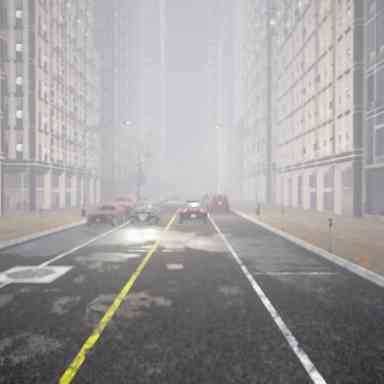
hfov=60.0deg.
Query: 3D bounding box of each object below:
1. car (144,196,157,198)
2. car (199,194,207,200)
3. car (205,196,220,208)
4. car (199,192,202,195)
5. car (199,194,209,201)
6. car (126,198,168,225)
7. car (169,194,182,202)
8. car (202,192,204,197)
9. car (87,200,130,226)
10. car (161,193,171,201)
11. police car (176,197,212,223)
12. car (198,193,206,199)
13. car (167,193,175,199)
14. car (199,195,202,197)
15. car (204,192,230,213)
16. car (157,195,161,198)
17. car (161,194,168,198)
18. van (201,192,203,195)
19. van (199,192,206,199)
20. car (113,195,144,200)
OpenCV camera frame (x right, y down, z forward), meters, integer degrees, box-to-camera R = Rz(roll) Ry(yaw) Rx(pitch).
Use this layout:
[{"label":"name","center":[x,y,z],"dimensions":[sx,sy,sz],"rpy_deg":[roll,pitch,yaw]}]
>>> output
[{"label":"car","center":[-5.701,1.263,39.484],"dimensions":[1.967,1.590,4.097],"rpy_deg":[0,0,0]},{"label":"car","center":[2.674,1.180,79.374],"dimensions":[1.802,1.307,4.206],"rpy_deg":[0,0,0]},{"label":"car","center":[2.679,1.318,45.352],"dimensions":[1.752,1.417,4.829],"rpy_deg":[0,0,0]},{"label":"car","center":[2.676,1.047,56.578],"dimensions":[2.192,1.841,5.009],"rpy_deg":[0,0,0]},{"label":"car","center":[2.674,1.185,73.677],"dimensions":[2.008,1.369,4.403],"rpy_deg":[0,0,0]},{"label":"car","center":[-3.103,1.392,23.417],"dimensions":[2.128,1.511,4.902],"rpy_deg":[0,0,0]},{"label":"car","center":[-3.025,1.180,65.439],"dimensions":[1.837,1.490,4.892],"rpy_deg":[0,0,0]},{"label":"car","center":[2.679,1.138,39.482],"dimensions":[2.192,1.841,5.009],"rpy_deg":[0,0,0]},{"label":"car","center":[-5.698,1.450,22.390],"dimensions":[1.887,1.381,4.507],"rpy_deg":[0,0,0]},{"label":"car","center":[-5.707,1.074,73.676],"dimensions":[1.967,1.590,4.097],"rpy_deg":[0,0,0]},{"label":"police car","center":[0.094,1.400,24.248],"dimensions":[2.038,1.542,4.974],"rpy_deg":[0,0,0]},{"label":"car","center":[2.672,1.068,90.770],"dimensions":[1.887,1.381,4.507],"rpy_deg":[0,0,0]},{"label":"car","center":[-5.709,1.089,90.770],"dimensions":[1.947,1.339,4.313],"rpy_deg":[0,0,0]},{"label":"car","center":[0.091,1.376,41.523],"dimensions":[1.994,1.385,4.181],"rpy_deg":[0,0,0]},{"label":"car","center":[2.680,1.166,33.784],"dimensions":[2.192,1.841,5.009],"rpy_deg":[0,0,0]},{"label":"car","center":[-5.702,1.233,45.183],"dimensions":[1.967,1.590,4.097],"rpy_deg":[0,0,0]},{"label":"car","center":[-5.704,1.283,56.580],"dimensions":[2.008,1.369,4.403],"rpy_deg":[0,0,0]},{"label":"van","center":[2.677,1.104,50.879],"dimensions":[1.690,1.788,3.998],"rpy_deg":[0,0,0]},{"label":"van","center":[2.672,0.902,85.071],"dimensions":[1.690,1.788,3.998],"rpy_deg":[0,0,0]},{"label":"car","center":[-5.700,1.193,28.088],"dimensions":[2.192,1.841,5.009],"rpy_deg":[0,0,0]}]
